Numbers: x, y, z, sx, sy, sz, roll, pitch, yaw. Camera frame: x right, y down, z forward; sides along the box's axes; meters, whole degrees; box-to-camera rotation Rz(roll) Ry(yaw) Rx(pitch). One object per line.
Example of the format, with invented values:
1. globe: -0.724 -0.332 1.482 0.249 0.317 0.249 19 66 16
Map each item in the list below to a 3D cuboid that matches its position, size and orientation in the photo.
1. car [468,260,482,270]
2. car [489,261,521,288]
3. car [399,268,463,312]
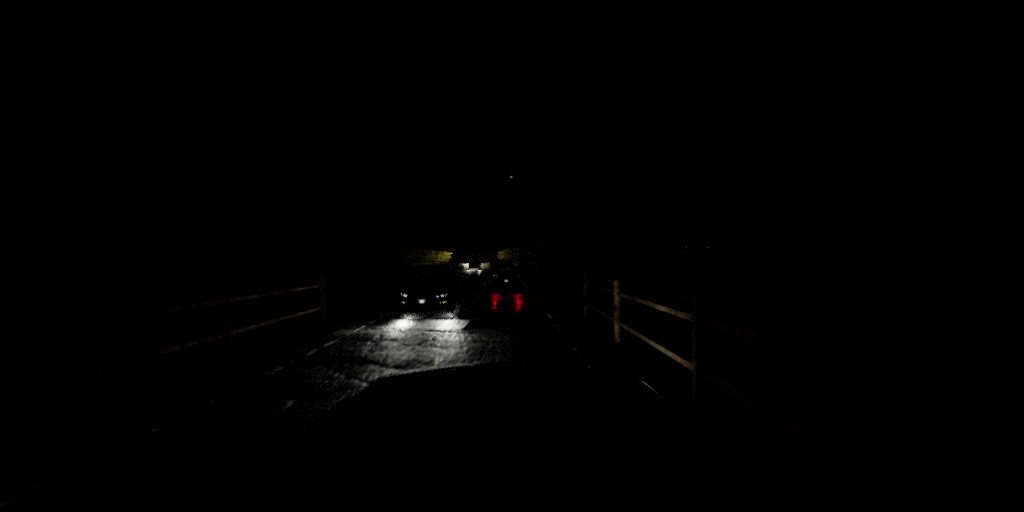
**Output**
1. car: -5.673 1.315 55.057 1.837 1.490 4.892 0 0 -6
2. car: -0.431 1.292 23.542 1.812 1.442 4.674 0 0 -2
3. car: -3.051 1.258 14.308 1.837 1.490 4.892 1 0 -2
